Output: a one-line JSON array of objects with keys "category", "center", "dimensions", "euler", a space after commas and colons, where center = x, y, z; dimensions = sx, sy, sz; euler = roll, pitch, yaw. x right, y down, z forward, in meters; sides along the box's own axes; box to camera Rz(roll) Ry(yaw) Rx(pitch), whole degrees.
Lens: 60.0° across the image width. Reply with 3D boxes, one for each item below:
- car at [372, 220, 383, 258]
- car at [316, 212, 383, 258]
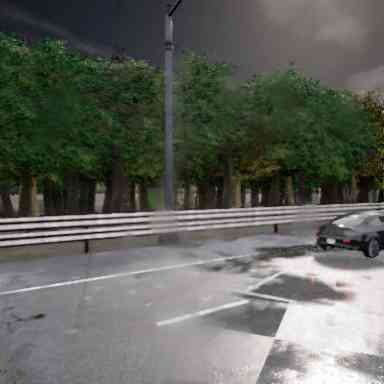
[{"category": "car", "center": [6.816, 1.465, 8.376], "dimensions": [4.892, 1.490, 1.837], "euler": [0, 0, -34]}, {"category": "car", "center": [6.572, 1.475, 12.423], "dimensions": [4.674, 1.442, 1.812], "euler": [0, 0, -34]}]
